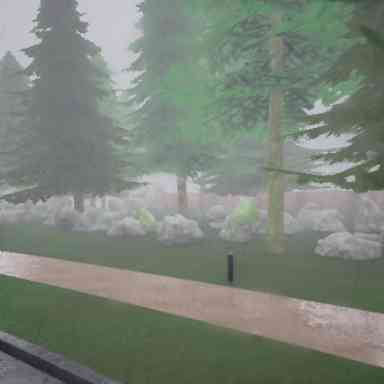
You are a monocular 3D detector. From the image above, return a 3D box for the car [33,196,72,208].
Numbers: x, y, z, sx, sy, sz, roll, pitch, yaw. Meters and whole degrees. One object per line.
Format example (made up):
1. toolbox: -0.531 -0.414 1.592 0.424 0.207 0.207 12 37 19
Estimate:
1. car: -20.004 1.554 47.971 2.150 2.045 5.566 -1 0 31
